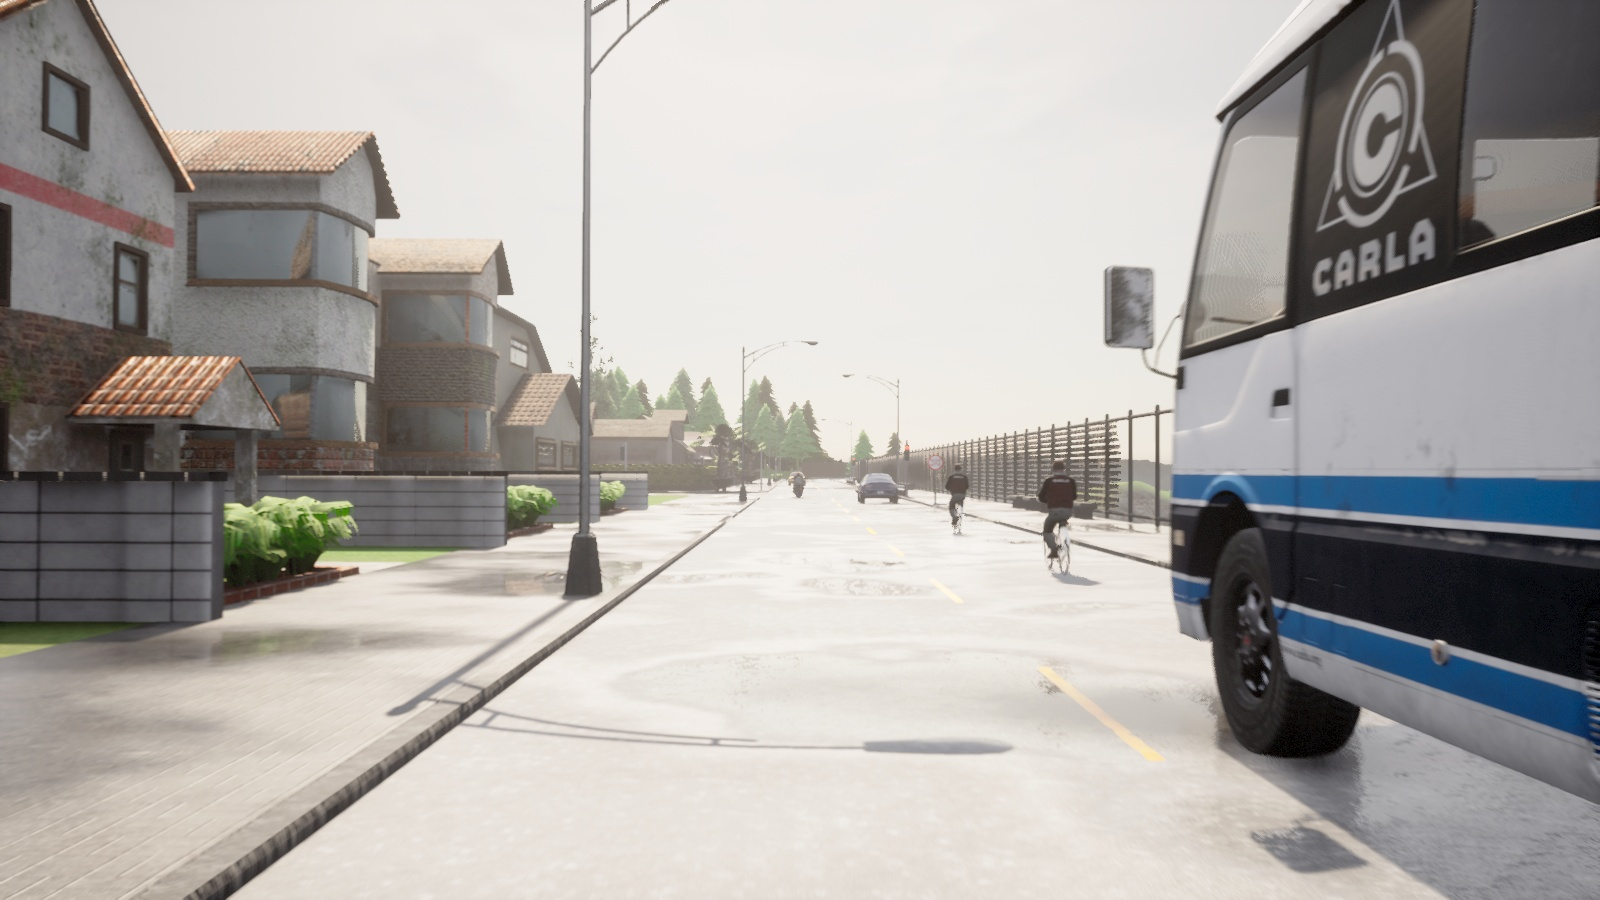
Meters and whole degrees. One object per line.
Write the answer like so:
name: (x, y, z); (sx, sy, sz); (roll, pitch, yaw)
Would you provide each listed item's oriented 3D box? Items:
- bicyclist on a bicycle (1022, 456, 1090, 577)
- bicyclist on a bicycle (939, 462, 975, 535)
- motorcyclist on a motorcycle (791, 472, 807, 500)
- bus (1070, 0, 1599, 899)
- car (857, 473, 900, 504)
bicyclist on a bicycle: (3.952, 0.996, 19.527); (0.659, 1.776, 1.843); (0, -1, 0)
bicyclist on a bicycle: (3.923, 1.198, 31.561); (0.659, 1.776, 1.843); (0, -1, 0)
motorcyclist on a motorcycle: (-0.065, 2.062, 72.382); (0.866, 1.530, 2.191); (-1, -1, -2)
bus: (3.984, -0.509, 4.112); (3.944, 4.253, 10.273); (0, -1, 0)
car: (3.847, 1.867, 62.231); (1.812, 1.442, 4.674); (0, -1, 0)
